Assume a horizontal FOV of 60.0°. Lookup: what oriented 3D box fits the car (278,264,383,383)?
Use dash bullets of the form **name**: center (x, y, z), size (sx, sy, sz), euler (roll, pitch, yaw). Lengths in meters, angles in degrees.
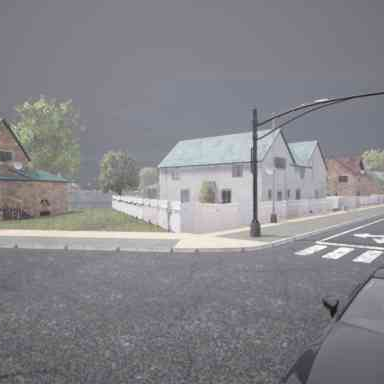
- **car**: center (2.526, 1.524, 3.407), size (1.812, 1.442, 4.674), euler (0, 0, 42)
